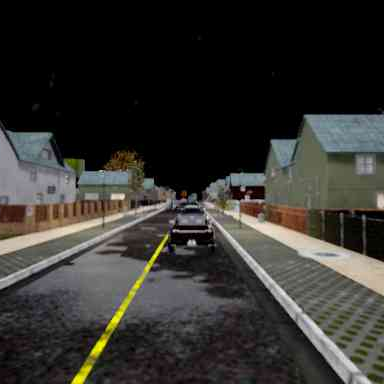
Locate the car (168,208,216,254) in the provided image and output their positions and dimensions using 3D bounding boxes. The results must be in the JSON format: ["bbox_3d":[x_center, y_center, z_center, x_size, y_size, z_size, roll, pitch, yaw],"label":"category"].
[{"bbox_3d":[0.005,1.645,14.310,2.128,1.511,4.902,0,-1,0],"label":"car"}]

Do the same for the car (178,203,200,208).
[{"bbox_3d":[0.005,1.840,29.314,1.837,1.490,4.892,0,0,0],"label":"car"}]

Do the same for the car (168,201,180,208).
[{"bbox_3d":[-2.753,2.164,54.453,2.128,1.511,4.902,0,-1,0],"label":"car"}]
